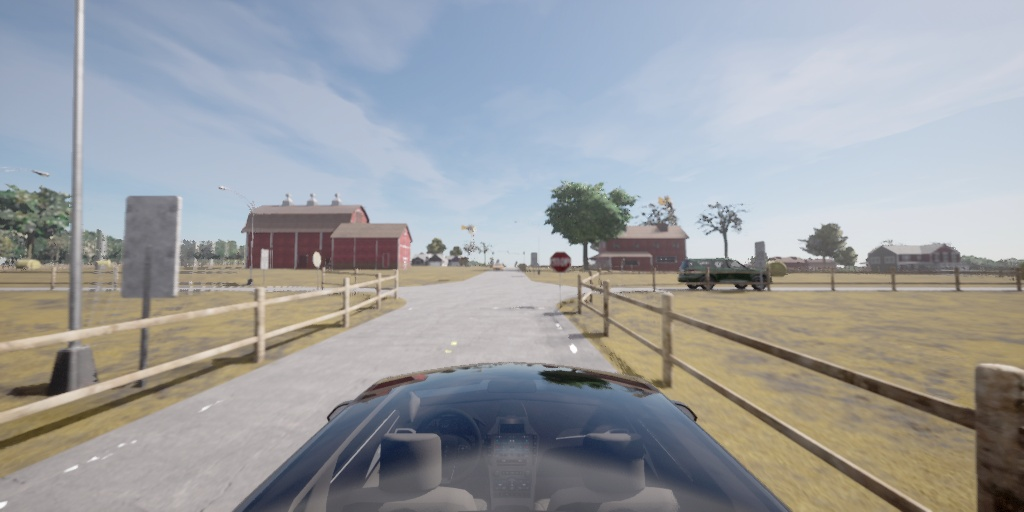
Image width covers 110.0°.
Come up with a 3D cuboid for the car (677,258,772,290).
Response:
[{"bbox_3d":[13.912,1.192,23.737,5.566,2.045,2.150,0,-3,0],"label":"car"}]
